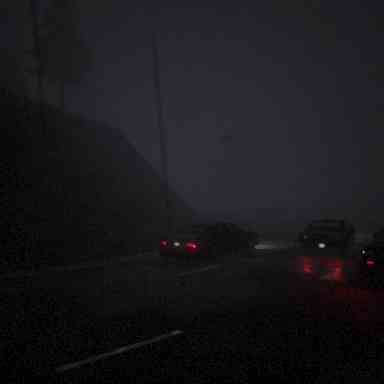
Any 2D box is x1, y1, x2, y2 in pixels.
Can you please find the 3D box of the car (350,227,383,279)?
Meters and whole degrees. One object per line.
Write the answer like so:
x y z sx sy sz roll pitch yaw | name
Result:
6.381 1.715 9.870 1.812 1.442 4.674 -2 -2 40 | car

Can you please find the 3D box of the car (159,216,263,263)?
0.940 1.948 13.882 2.033 1.411 5.357 -2 -2 36 | car

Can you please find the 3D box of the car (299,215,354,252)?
6.524 1.959 15.713 1.895 1.301 4.718 -2 -2 31 | car

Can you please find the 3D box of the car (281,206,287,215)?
12.987 2.800 50.847 1.812 1.442 4.674 0 -2 -5 | car

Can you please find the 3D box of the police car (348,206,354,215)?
20.173 2.418 45.493 1.930 1.638 5.238 -1 -2 -1 | police car

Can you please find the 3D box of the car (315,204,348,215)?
16.676 2.390 40.651 1.882 1.535 5.008 0 -2 2 | car

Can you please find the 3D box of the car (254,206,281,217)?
9.983 2.720 45.587 2.033 1.411 5.357 -1 -2 -3 | car
